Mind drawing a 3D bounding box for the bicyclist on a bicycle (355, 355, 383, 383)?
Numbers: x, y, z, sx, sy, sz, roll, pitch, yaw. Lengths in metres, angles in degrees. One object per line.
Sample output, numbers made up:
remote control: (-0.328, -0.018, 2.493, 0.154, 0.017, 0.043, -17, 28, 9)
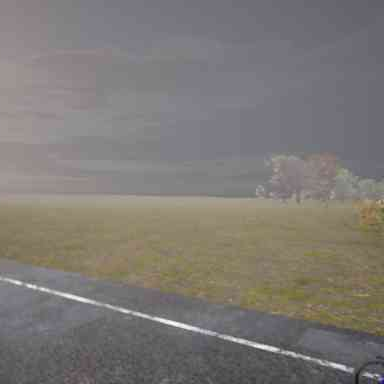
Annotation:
bicyclist on a bicycle: (2.427, 1.517, 3.278, 1.509, 1.612, 0.866, 0, -1, 32)
